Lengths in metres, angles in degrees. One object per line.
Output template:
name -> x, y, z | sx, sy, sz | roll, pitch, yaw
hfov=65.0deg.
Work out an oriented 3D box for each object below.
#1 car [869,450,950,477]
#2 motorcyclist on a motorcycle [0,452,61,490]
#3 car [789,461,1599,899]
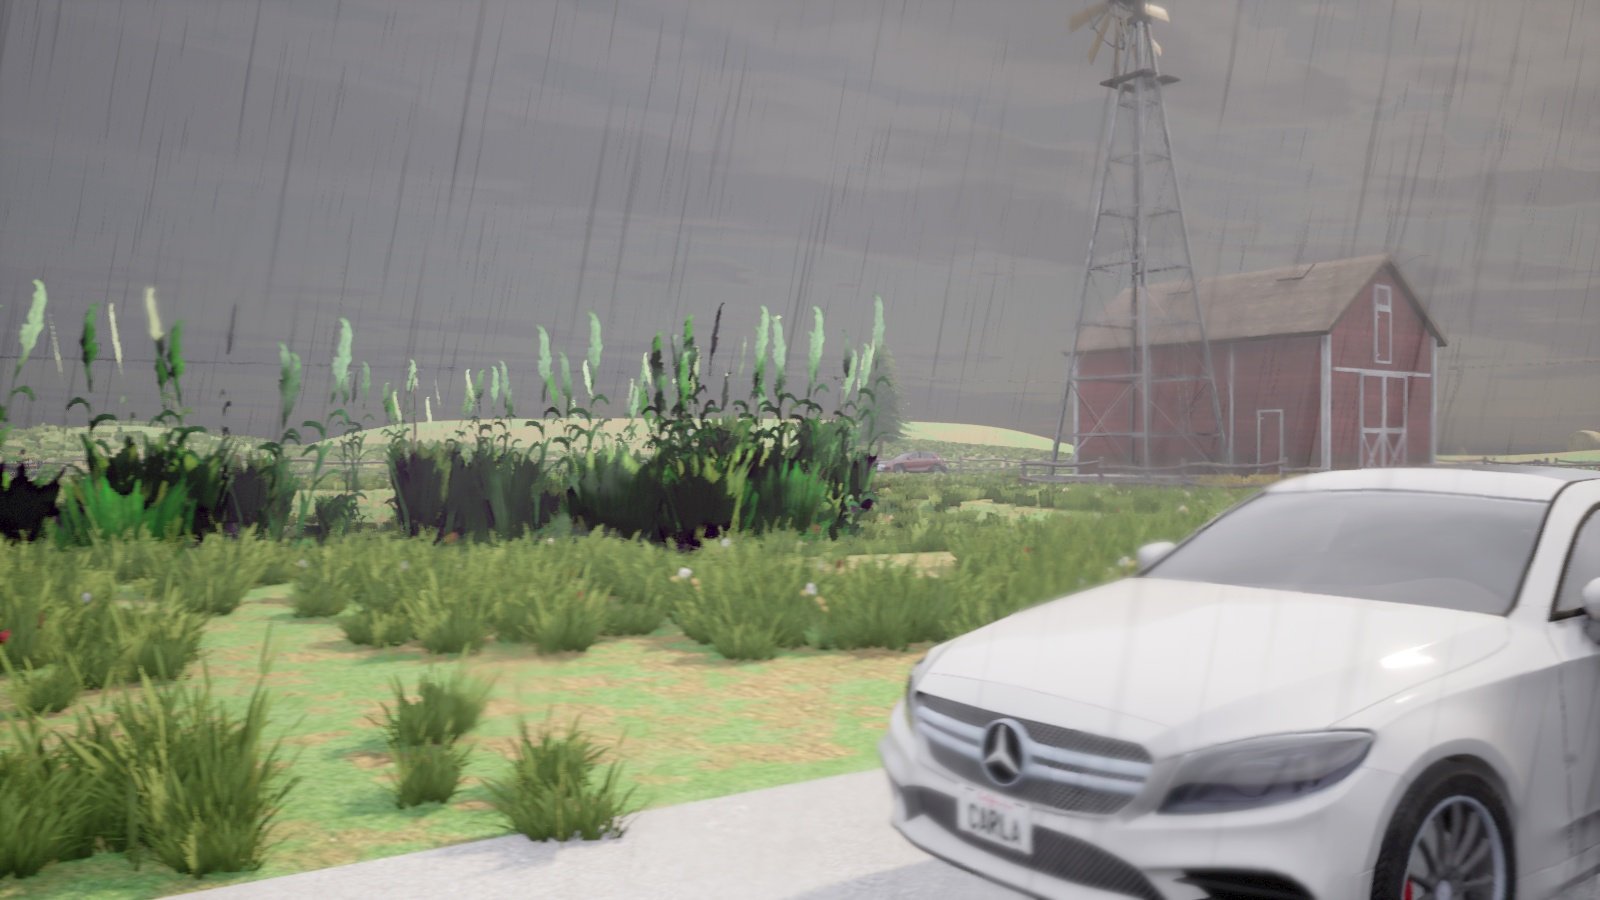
car -> 7.036, 0.856, 80.633 | 4.856, 1.649, 2.033 | 0, 0, -29
motorcyclist on a motorcycle -> -33.406, 0.898, 54.421 | 2.350, 1.649, 0.766 | 0, 0, -29
car -> 2.400, 0.777, 4.836 | 4.674, 1.442, 1.812 | 0, 0, -35
